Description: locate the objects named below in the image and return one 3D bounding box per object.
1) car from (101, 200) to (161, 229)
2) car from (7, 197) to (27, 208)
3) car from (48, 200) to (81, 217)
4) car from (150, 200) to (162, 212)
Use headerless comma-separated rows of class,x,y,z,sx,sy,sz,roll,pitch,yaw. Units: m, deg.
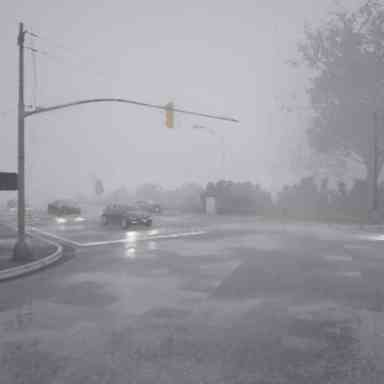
car,-4.351,1.498,21.922,1.837,1.490,4.892,0,0,-39
car,-25.554,1.520,48.517,1.812,1.442,4.674,0,0,-38
car,-12.278,1.470,31.804,1.882,1.535,5.008,0,0,-39
car,-4.801,1.521,33.831,1.812,1.442,4.674,0,0,-39
